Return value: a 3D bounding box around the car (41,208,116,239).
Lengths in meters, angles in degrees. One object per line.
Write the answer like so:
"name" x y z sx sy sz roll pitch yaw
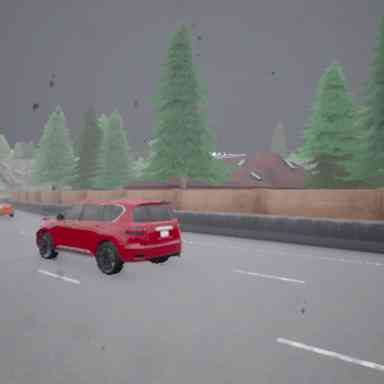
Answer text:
"car" -6.414 1.616 18.454 4.718 1.301 1.895 0 0 42

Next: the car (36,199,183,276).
"car" -2.824 1.232 10.737 5.566 2.045 2.150 0 0 39

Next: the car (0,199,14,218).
"car" -17.718 1.366 29.983 2.097 1.767 4.553 0 0 -42
